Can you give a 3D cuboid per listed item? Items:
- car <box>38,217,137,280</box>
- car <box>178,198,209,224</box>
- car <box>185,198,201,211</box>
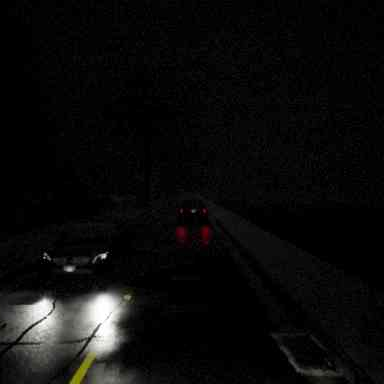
[{"bbox_3d":[-2.830,1.519,10.031,1.812,1.442,4.674,0,0,0],"label":"car"},{"bbox_3d":[0.092,1.333,24.684,2.097,1.767,4.553,0,0,0],"label":"car"},{"bbox_3d":[0.087,1.491,40.783,1.812,1.442,4.674,0,0,0],"label":"car"}]
